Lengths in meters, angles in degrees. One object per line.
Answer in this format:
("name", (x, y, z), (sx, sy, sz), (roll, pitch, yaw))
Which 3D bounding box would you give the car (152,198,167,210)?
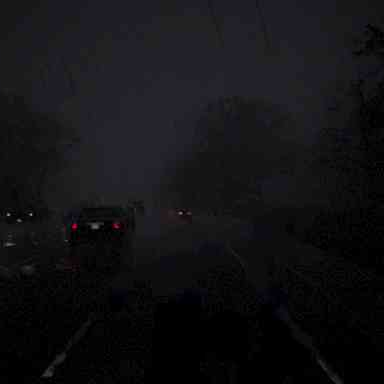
("car", (-4.008, 1.473, 42.678), (2.128, 1.511, 4.902), (0, 0, -13))

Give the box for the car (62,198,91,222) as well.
("car", (-8.298, 1.463, 25.101), (1.882, 1.535, 5.008), (0, 0, -6))

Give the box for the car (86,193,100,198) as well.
("car", (-19.550, 1.169, 65.414), (2.150, 2.045, 5.566), (0, 0, -26))

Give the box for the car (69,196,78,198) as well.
("car", (-22.745, 1.453, 63.947), (2.128, 1.511, 4.902), (0, 0, -26))

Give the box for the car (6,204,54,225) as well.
("car", (-11.698, 1.586, 24.293), (1.895, 1.301, 4.718), (0, 0, -6))

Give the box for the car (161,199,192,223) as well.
("car", (-1.090, 1.535, 25.751), (2.033, 1.411, 5.357), (0, 0, -6))

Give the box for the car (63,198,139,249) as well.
("car", (-3.778, 1.345, 14.748), (2.097, 1.767, 4.553), (0, 0, -3))

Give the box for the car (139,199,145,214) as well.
("car", (-5.858, 1.473, 34.418), (2.128, 1.511, 4.902), (0, 0, -9))
